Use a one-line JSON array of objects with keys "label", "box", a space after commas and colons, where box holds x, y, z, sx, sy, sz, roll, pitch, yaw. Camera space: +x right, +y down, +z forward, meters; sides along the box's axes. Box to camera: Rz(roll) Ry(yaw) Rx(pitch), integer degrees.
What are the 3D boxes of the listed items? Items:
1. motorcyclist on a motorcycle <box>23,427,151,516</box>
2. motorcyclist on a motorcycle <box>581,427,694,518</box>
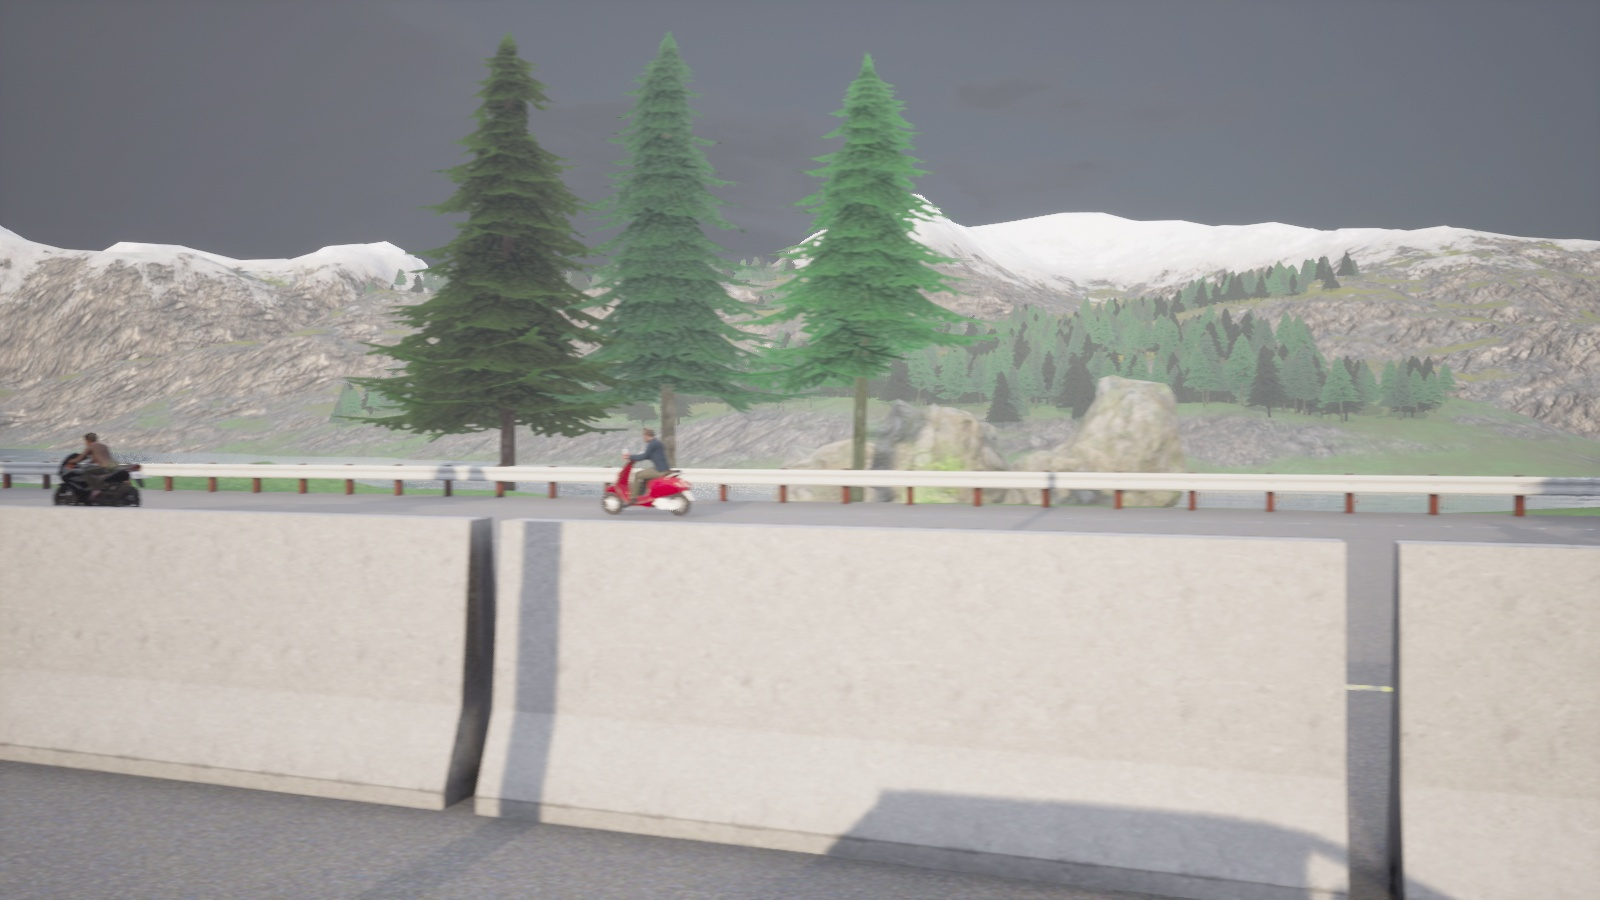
[{"label": "motorcyclist on a motorcycle", "box": [-12.608, 0.356, 22.209, 2.044, 1.523, 0.797, 1, 1, 19]}, {"label": "motorcyclist on a motorcycle", "box": [-2.922, 0.380, 22.638, 1.817, 1.590, 0.866, 0, 1, 19]}]
